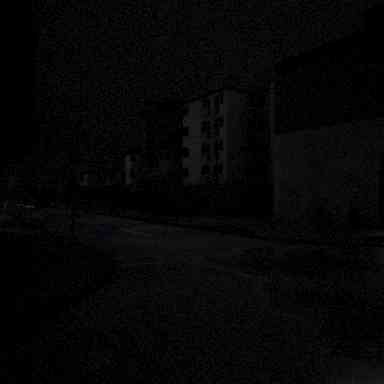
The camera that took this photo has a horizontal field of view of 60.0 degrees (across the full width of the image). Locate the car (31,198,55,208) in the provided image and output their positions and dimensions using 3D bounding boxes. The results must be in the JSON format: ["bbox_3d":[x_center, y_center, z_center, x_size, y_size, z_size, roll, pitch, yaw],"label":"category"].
[{"bbox_3d":[-21.539,1.690,48.486,1.895,1.301,4.718,1,0,-36],"label":"car"}]

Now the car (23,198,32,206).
[{"bbox_3d":[-27.362,1.653,56.635,1.994,1.385,4.181,1,0,-36],"label":"car"}]
